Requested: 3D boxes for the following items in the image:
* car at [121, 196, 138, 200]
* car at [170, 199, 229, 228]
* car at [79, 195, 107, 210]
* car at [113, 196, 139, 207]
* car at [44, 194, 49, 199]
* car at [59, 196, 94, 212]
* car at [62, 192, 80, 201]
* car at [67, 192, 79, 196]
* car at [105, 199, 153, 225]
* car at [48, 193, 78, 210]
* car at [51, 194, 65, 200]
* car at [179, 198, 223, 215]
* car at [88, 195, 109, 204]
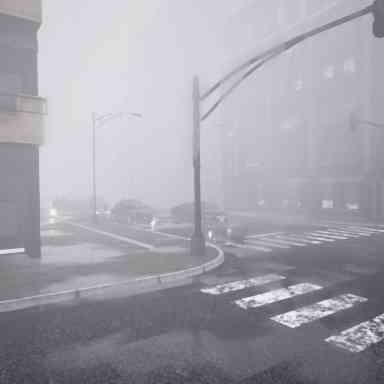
[{"bbox_3d":[-5.493,1.374,30.526,1.882,1.535,5.008,-1,1,-35],"label":"car"},{"bbox_3d":[0.392,1.434,22.020,2.128,1.511,4.902,-1,1,-35],"label":"car"},{"bbox_3d":[-11.495,1.397,39.210,2.033,1.411,5.357,-1,1,-35],"label":"car"},{"bbox_3d":[-9.126,1.266,45.950,1.752,1.417,4.829,-1,1,-35],"label":"car"},{"bbox_3d":[-34.998,1.075,83.330,1.752,1.417,4.829,-1,1,-35],"label":"car"},{"bbox_3d":[-12.683,1.448,36.368,2.008,1.369,4.403,-1,1,-35],"label":"car"},{"bbox_3d":[-25.201,0.935,69.171,2.192,1.841,5.009,-1,1,-35],"label":"car"},{"bbox_3d":[-19.904,1.223,56.790,1.837,1.490,4.892,-1,1,-35],"label":"car"},{"bbox_3d":[-4.417,1.509,24.199,1.887,1.381,4.507,-1,1,-35],"label":"car"},{"bbox_3d":[-15.918,1.313,41.040,1.967,1.590,4.097,-1,1,-35],"label":"car"},{"bbox_3d":[-31.668,1.124,78.518,2.008,1.369,4.403,-1,1,-35],"label":"car"},{"bbox_3d":[0.756,1.360,31.856,1.887,1.381,4.507,-1,1,-35],"label":"car"},{"bbox_3d":[-15.594,1.217,55.295,1.752,1.417,4.829,-1,1,-35],"label":"car"}]
